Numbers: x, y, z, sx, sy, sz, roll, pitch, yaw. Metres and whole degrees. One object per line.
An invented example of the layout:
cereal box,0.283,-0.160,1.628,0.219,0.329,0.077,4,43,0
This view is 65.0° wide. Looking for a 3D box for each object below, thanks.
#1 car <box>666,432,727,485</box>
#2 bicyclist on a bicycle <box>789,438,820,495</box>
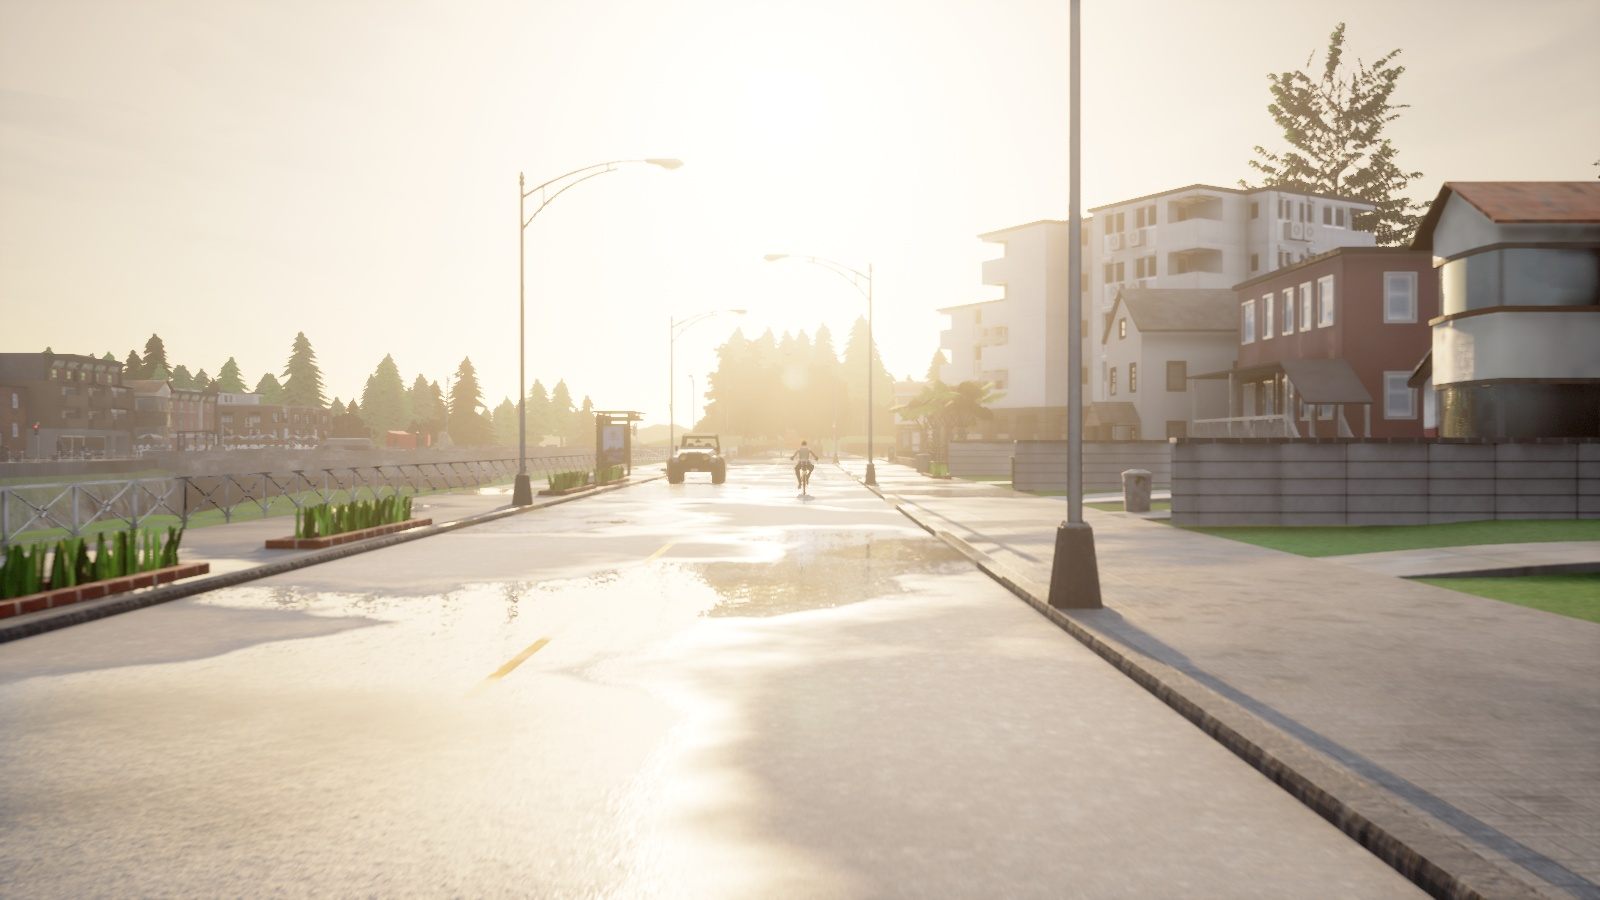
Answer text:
car,-3.792,0.277,46.590,1.905,1.878,3.866,0,0,0
bicyclist on a bicycle,0.133,0.479,36.304,0.866,1.612,1.509,0,0,1
